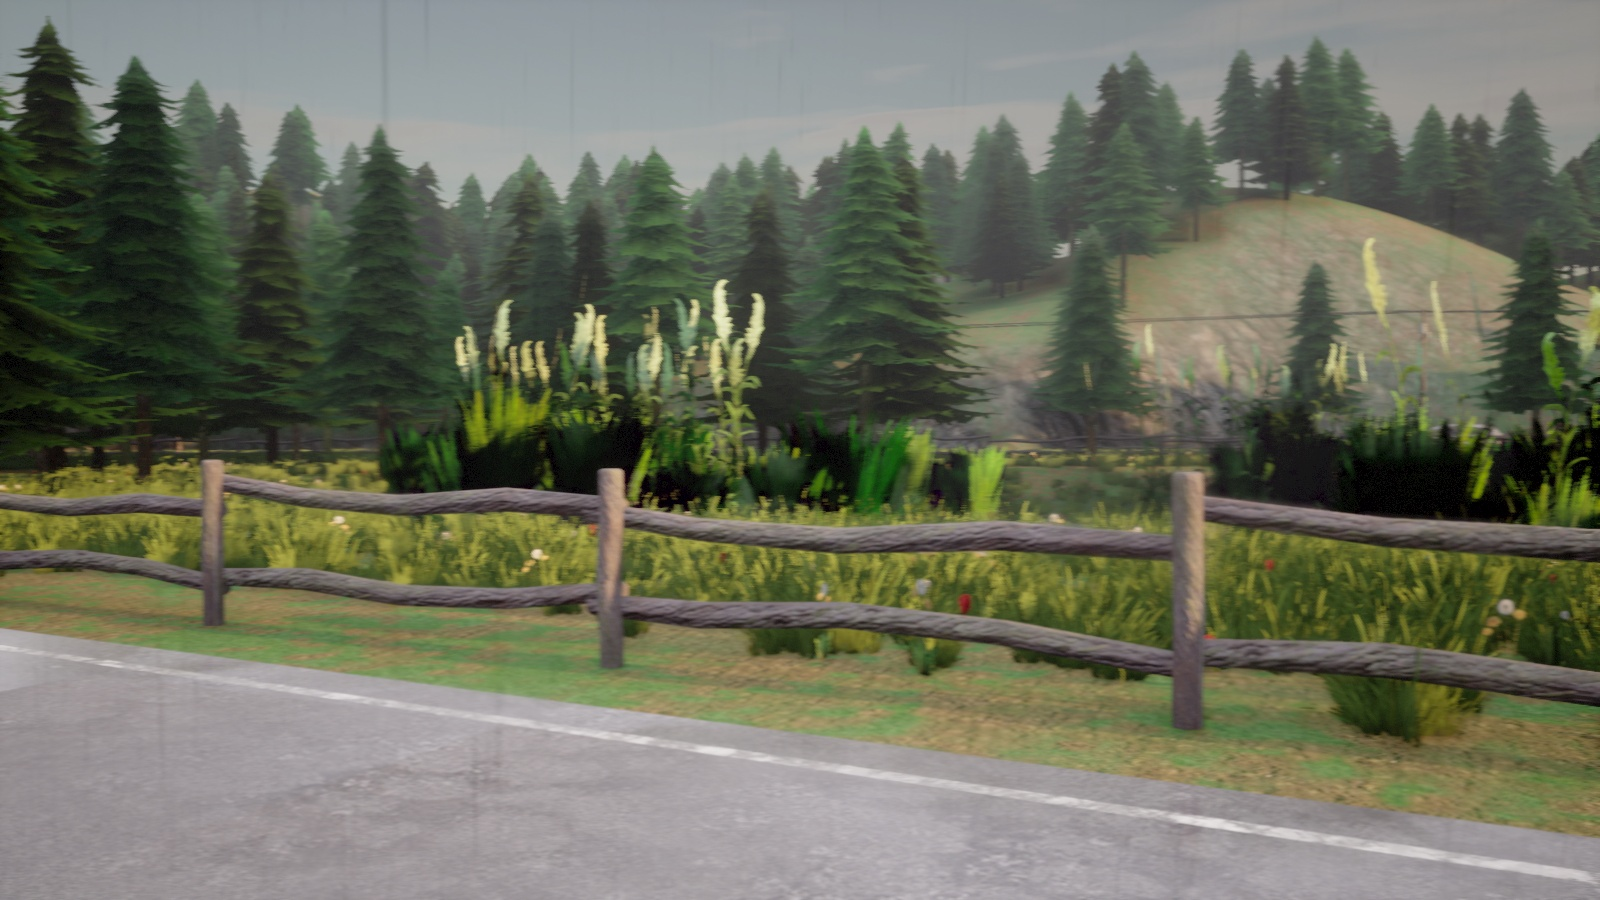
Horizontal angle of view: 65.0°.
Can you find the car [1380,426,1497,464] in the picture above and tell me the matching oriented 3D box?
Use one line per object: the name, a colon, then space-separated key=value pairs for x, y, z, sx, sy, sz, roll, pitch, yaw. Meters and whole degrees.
car: x=29.380 y=-0.247 z=57.964 sx=4.611 sy=1.667 sz=2.242 roll=1 pitch=1 yaw=21
